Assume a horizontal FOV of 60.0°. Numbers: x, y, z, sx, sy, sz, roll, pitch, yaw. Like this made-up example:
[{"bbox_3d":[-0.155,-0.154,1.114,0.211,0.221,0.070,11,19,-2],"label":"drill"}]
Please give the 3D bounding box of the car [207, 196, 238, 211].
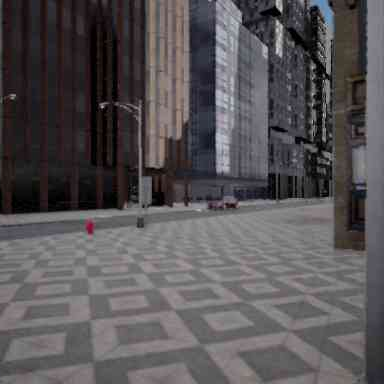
[{"bbox_3d":[3.667,1.287,39.465,2.097,1.767,4.553,0,0,36],"label":"car"}]
